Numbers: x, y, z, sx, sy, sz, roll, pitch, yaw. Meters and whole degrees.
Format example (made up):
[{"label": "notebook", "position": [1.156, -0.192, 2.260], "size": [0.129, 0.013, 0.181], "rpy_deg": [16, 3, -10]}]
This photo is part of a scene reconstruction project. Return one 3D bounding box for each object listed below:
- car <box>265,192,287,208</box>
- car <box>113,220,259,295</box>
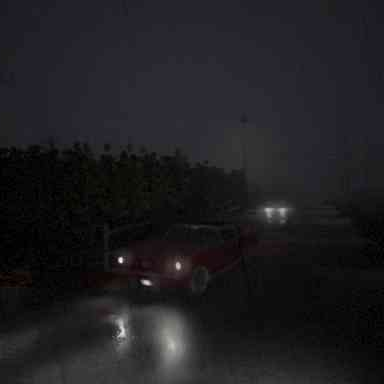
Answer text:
[{"label": "car", "position": [8.420, 0.728, 33.151], "size": [2.033, 1.411, 5.357], "rpy_deg": [-2, 1, 18]}, {"label": "car", "position": [0.145, 1.470, 8.682], "size": [1.895, 1.301, 4.718], "rpy_deg": [-1, 1, 29]}]
